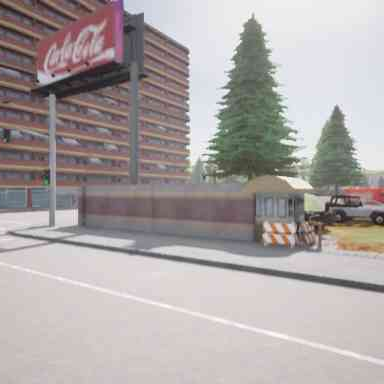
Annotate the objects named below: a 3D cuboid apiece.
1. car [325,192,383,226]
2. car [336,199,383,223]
[{"bbox_3d":[10.509,1.107,21.046,3.866,1.878,1.905,0,0,35],"label":"car"},{"bbox_3d":[12.447,1.297,23.105,4.193,1.474,1.816,0,0,35],"label":"car"}]
